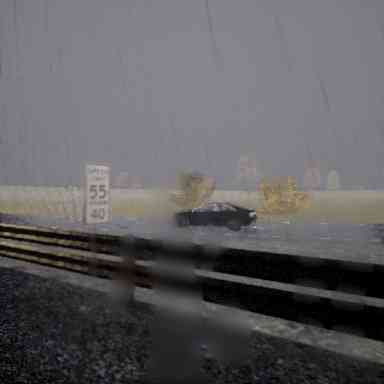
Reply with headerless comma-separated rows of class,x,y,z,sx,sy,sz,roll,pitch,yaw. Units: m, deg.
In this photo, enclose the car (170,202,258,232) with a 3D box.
car,1.172,1.329,18.383,4.902,1.511,2.128,0,0,19
